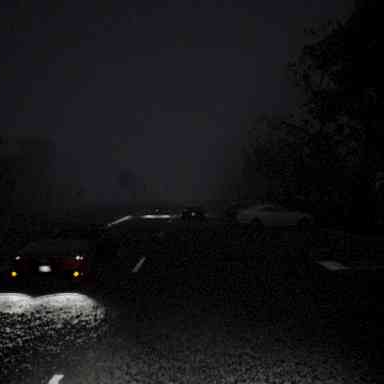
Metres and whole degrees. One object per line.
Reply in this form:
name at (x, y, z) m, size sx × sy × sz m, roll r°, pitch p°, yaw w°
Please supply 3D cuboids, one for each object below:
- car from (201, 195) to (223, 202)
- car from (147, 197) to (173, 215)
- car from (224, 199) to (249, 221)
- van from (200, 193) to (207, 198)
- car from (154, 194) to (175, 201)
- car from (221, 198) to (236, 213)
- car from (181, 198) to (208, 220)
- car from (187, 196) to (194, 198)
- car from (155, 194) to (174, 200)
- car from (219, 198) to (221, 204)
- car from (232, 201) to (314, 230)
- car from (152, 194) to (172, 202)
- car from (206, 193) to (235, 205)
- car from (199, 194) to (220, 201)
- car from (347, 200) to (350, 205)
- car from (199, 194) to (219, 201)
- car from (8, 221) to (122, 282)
car at (5.025, 1.612, 83.943) m, size 5.366 × 1.575 × 1.946 m, roll 0°, pitch -1°, yaw -1°
car at (-3.255, 1.521, 32.963) m, size 1.994 × 1.385 × 4.181 m, roll 0°, pitch 0°, yaw 0°
car at (5.089, 1.449, 23.638) m, size 5.008 × 1.535 × 2.097 m, roll 0°, pitch 0°, yaw 0°
van at (4.771, 1.296, 78.489) m, size 4.442 × 1.987 × 1.878 m, roll 0°, pitch -1°, yaw 0°
car at (-7.471, 1.526, 91.176) m, size 5.566 × 2.045 × 2.435 m, roll 0°, pitch -1°, yaw -1°
car at (5.078, 1.446, 26.912) m, size 4.892 × 1.521 × 2.231 m, roll 0°, pitch 0°, yaw 0°
car at (0.099, 1.490, 27.289) m, size 1.812 × 1.442 × 4.674 m, roll 0°, pitch 0°, yaw 0°
car at (-0.272, 1.672, 85.947) m, size 1.812 × 1.442 × 4.674 m, roll 0°, pitch -1°, yaw -1°
car at (-7.570, 1.524, 79.025) m, size 5.366 × 1.575 × 1.946 m, roll 0°, pitch -1°, yaw 0°
car at (5.081, 1.480, 30.188) m, size 4.674 × 1.452 × 2.002 m, roll 0°, pitch 0°, yaw 0°
car at (5.082, 1.493, 20.490) m, size 4.674 × 1.452 × 2.002 m, roll 0°, pitch 0°, yaw 0°
car at (-7.380, 1.448, 81.947) m, size 4.553 × 1.767 × 2.185 m, roll 0°, pitch -1°, yaw -1°
car at (5.113, 1.283, 54.523) m, size 4.553 × 1.767 × 2.185 m, roll 0°, pitch 0°, yaw 0°
car at (4.761, 1.489, 89.662) m, size 5.566 × 2.045 × 2.435 m, roll 0°, pitch -2°, yaw -1°
car at (22.697, 1.075, 42.906) m, size 5.008 × 1.535 × 1.882 m, roll -1°, pitch -3°, yaw 0°
car at (4.688, 1.642, 95.122) m, size 5.566 × 2.045 × 2.435 m, roll 0°, pitch -2°, yaw -1°
car at (-3.349, 1.551, 9.550) m, size 1.994 × 1.385 × 4.181 m, roll 0°, pitch 0°, yaw 0°
